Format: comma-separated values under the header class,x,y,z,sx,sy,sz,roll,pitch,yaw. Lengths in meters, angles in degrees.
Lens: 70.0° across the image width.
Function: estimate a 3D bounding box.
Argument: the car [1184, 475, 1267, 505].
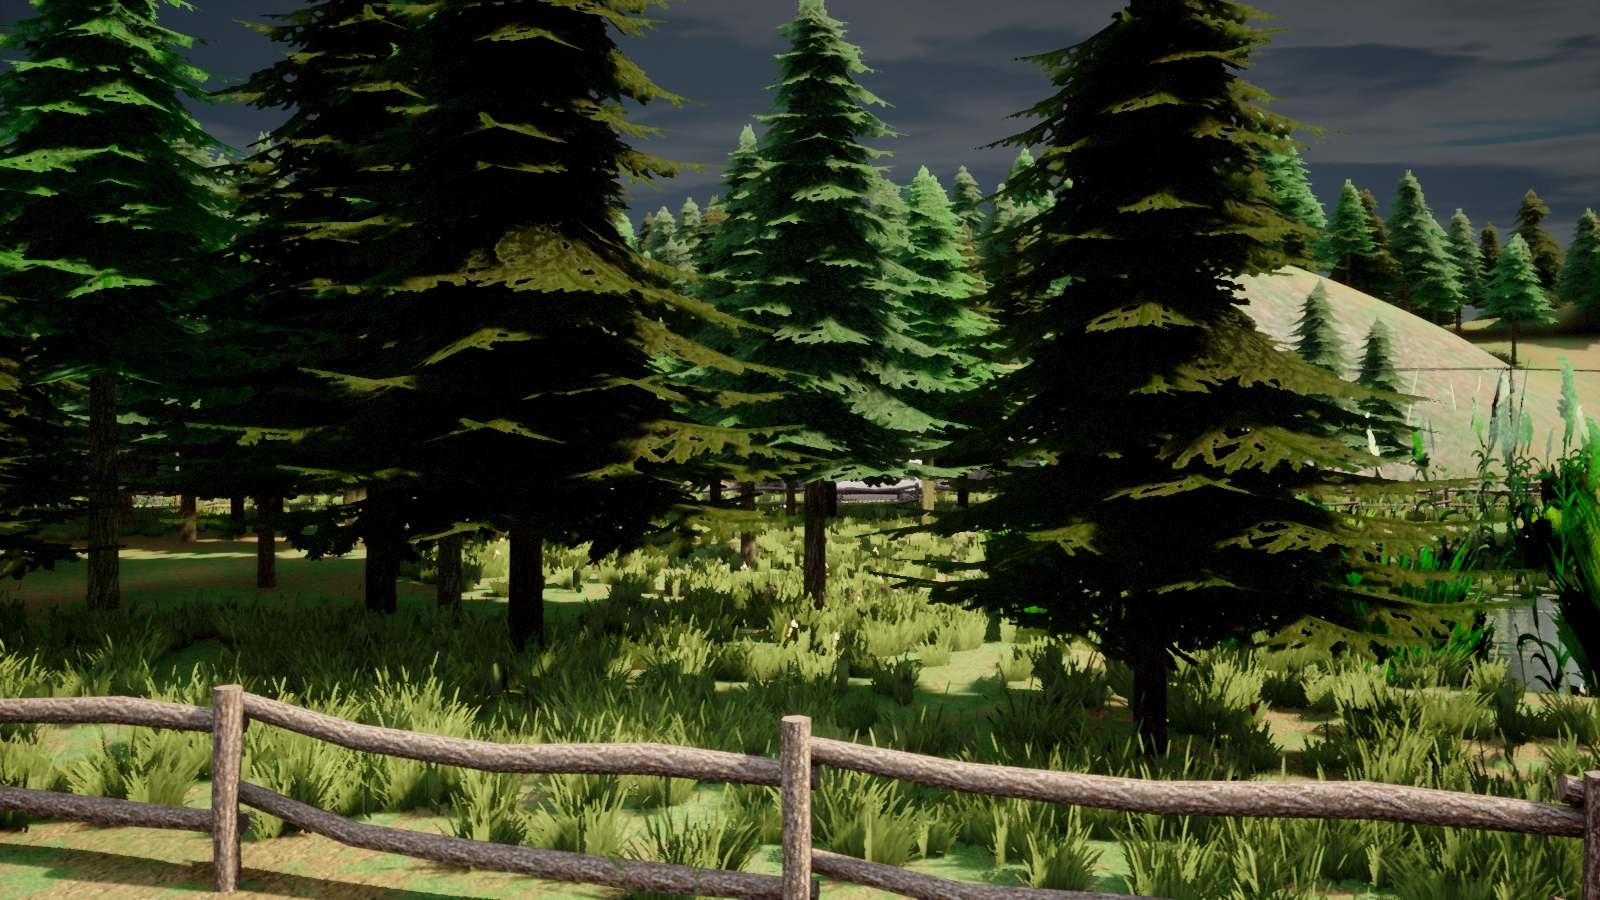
class,x,y,z,sx,sy,sz,roll,pitch,yaw
car,21.754,2.037,58.553,3.633,1.501,1.845,0,0,7
